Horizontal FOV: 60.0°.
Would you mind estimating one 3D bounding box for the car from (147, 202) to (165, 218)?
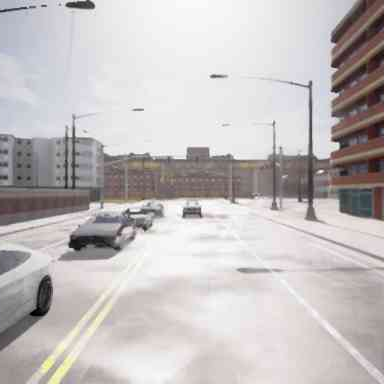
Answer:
[{"bbox_3d":[-3.564,1.593,30.636,1.994,1.385,4.181,0,0,0],"label":"car"}]

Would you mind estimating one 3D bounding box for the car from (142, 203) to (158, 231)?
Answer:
[{"bbox_3d":[-3.530,1.621,21.021,1.895,1.301,4.718,0,0,0],"label":"car"}]

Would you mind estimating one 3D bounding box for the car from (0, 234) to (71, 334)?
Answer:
[{"bbox_3d":[-3.597,1.531,4.856,1.812,1.442,4.674,0,0,0],"label":"car"}]

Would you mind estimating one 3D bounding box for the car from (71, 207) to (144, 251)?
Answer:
[{"bbox_3d":[-3.619,1.562,14.527,2.033,1.411,5.357,0,0,0],"label":"car"}]

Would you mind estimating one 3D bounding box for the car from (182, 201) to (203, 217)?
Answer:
[{"bbox_3d":[0.029,1.577,31.510,2.033,1.411,5.357,0,0,0],"label":"car"}]
